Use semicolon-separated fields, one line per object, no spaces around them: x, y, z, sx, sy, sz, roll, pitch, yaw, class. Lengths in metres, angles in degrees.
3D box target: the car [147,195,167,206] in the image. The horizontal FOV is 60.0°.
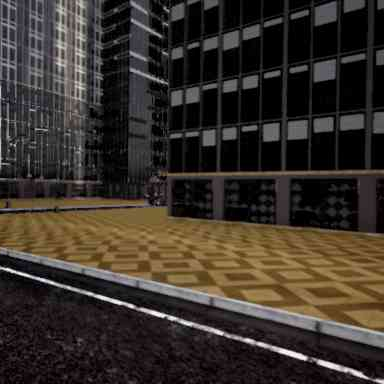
-4.801;1.310;51.158;1.837;1.490;4.892;1;0;37;car
